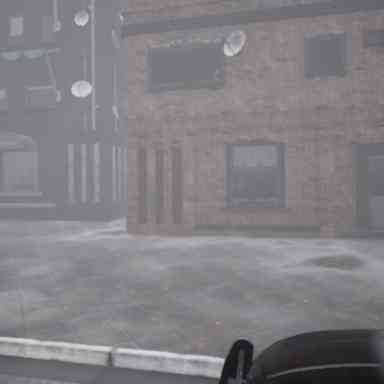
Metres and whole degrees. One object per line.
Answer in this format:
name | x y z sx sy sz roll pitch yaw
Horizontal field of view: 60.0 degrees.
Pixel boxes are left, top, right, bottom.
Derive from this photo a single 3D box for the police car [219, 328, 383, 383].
police car | 2.709 1.428 2.008 5.238 1.638 1.930 0 0 11
